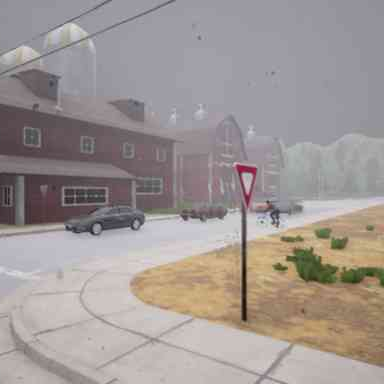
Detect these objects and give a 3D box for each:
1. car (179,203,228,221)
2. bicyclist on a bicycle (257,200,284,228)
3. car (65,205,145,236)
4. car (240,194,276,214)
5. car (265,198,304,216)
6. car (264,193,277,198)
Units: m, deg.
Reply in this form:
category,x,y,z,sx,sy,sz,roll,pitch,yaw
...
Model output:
category,x,y,z,sx,sy,sz,roll,pitch,yaw
car,1.011,1.608,27.173,1.895,1.301,4.718,0,0,35
bicyclist on a bicycle,4.492,1.290,19.054,1.656,1.620,0.582,-1,0,35
car,-4.774,1.512,18.821,1.837,1.490,4.892,0,0,35
car,6.870,1.359,35.616,2.097,1.767,4.553,0,0,35
car,9.477,1.545,32.912,2.033,1.411,5.357,0,0,35
car,11.722,1.161,49.829,1.905,1.878,3.866,6,1,-8
